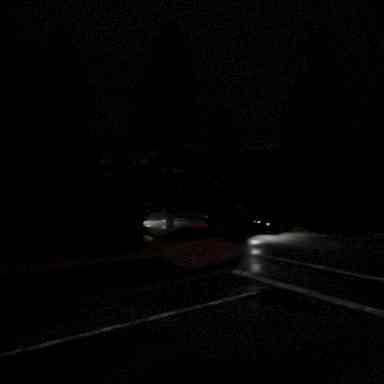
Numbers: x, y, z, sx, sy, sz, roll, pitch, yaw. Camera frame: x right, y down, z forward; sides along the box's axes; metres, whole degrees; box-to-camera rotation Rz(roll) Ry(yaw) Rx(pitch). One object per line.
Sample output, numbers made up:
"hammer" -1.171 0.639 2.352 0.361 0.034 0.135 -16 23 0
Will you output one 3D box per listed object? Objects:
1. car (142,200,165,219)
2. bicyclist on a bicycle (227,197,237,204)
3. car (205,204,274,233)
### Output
"car" -4.300 1.496 29.873 1.882 1.535 5.008 0 0 -36
"bicyclist on a bicycle" 4.078 1.346 33.614 1.656 1.620 0.582 0 0 -36
"car" 2.740 1.524 20.119 1.837 1.490 4.892 0 0 -36
